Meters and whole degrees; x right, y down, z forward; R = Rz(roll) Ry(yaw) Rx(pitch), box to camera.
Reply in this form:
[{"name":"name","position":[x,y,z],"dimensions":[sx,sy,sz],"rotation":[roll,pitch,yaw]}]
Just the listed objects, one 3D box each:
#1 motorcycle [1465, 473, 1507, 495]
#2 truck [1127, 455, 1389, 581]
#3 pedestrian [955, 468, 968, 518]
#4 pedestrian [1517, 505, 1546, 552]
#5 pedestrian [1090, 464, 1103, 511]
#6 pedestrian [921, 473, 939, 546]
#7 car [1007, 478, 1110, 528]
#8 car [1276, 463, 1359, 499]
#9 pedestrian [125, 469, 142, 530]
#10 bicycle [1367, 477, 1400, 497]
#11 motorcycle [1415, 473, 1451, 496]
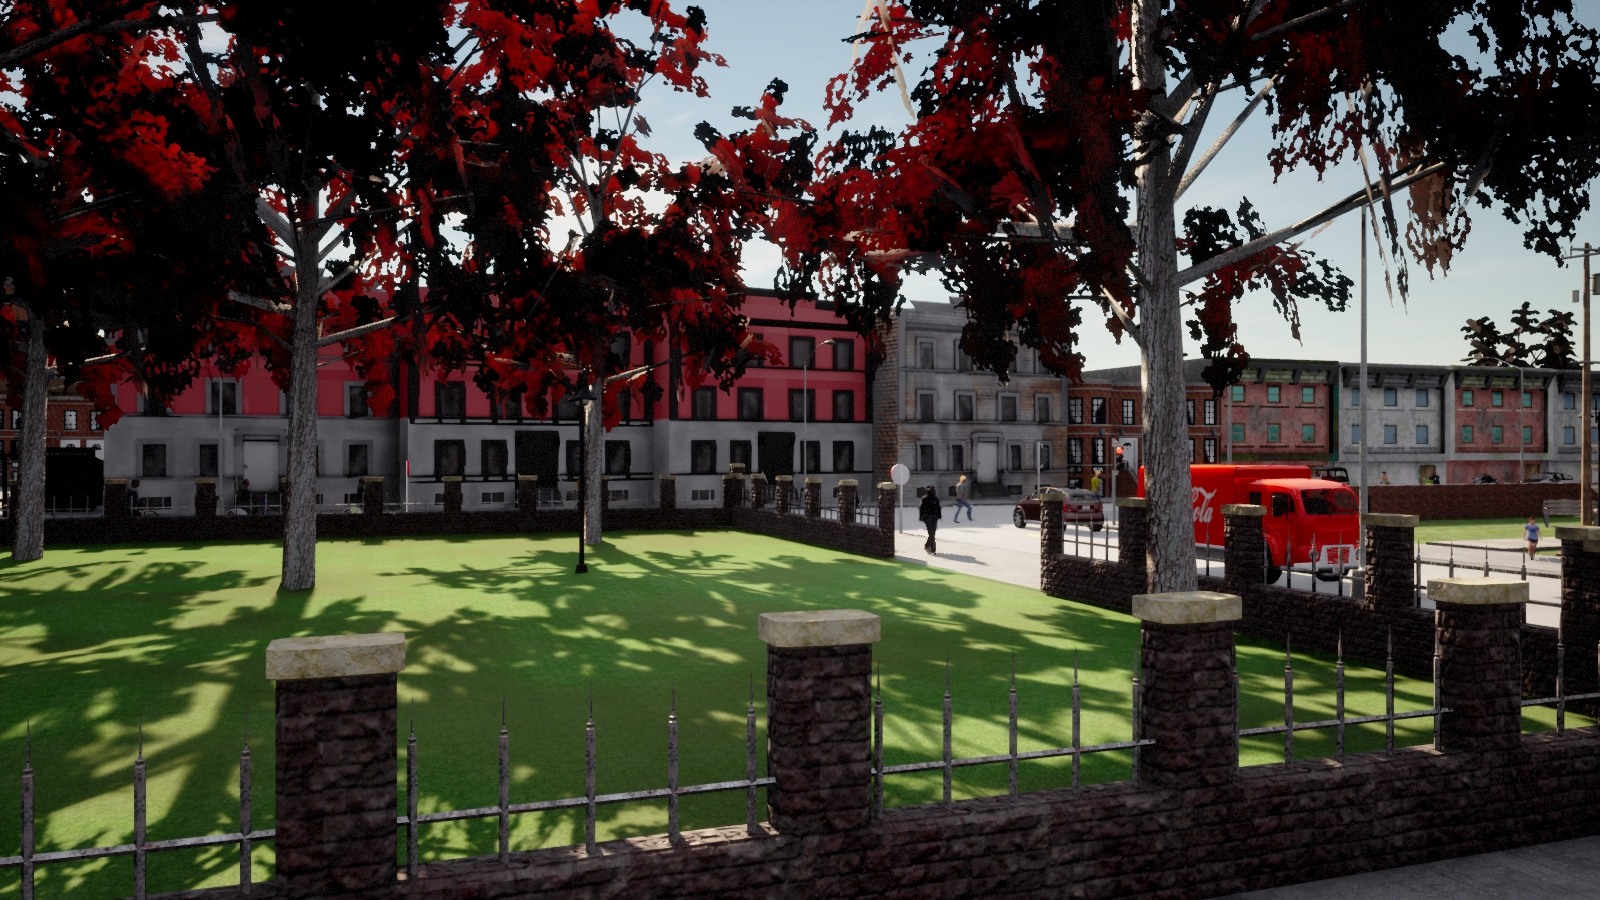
[{"name":"motorcycle","position":[39.853,1.985,66.375],"dimensions":[2.209,1.251,0.867],"rotation":[0,0,-20]},{"name":"truck","position":[9.964,1.348,25.442],"dimensions":[2.627,2.467,5.204],"rotation":[0,0,-20]},{"name":"pedestrian","position":[6.152,1.628,43.421],"dimensions":[0.375,1.860,0.375],"rotation":[0,0,-16]},{"name":"pedestrian","position":[17.853,1.904,27.897],"dimensions":[0.500,1.100,0.500],"rotation":[0,0,20]},{"name":"pedestrian","position":[11.991,1.517,46.177],"dimensions":[0.375,1.860,0.375],"rotation":[0,0,-9]},{"name":"pedestrian","position":[3.356,1.525,29.504],"dimensions":[0.375,1.860,0.375],"rotation":[0,0,-8]},{"name":"car","position":[8.968,1.806,39.897],"dimensions":[1.789,1.549,3.705],"rotation":[0,0,-20]},{"name":"car","position":[28.140,1.638,62.162],"dimensions":[3.866,1.878,1.905],"rotation":[0,0,-20]},{"name":"pedestrian","position":[-20.528,1.524,35.203],"dimensions":[0.375,1.860,0.375],"rotation":[0,0,-20]},{"name":"bicycle","position":[32.543,2.036,63.766],"dimensions":[1.487,1.080,0.859],"rotation":[0,0,-20]},{"name":"motorcycle","position":[36.002,1.962,64.979],"dimensions":[1.805,1.236,0.856],"rotation":[0,0,-20]}]
